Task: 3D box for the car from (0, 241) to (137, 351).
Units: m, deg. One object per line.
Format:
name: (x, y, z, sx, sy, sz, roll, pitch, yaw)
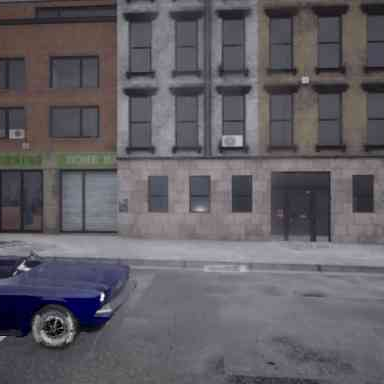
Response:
car: (-3.377, 1.528, 5.543, 4.718, 1.301, 1.895, 1, 0, 3)
